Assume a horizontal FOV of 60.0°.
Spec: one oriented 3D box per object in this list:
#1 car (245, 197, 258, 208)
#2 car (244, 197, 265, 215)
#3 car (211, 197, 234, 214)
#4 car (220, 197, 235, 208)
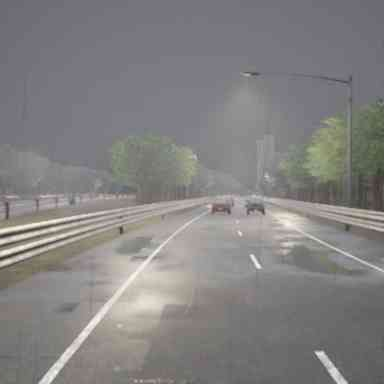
[{"bbox_3d":[8.945,1.542,50.495,1.882,1.535,5.008,0,0,9],"label":"car"},{"bbox_3d":[6.648,1.543,34.987,1.837,1.490,4.892,0,0,9],"label":"car"},{"bbox_3d":[3.173,1.502,35.381,1.882,1.535,5.008,0,0,9],"label":"car"},{"bbox_3d":[5.612,1.546,51.792,2.128,1.511,4.902,0,0,9],"label":"car"}]
